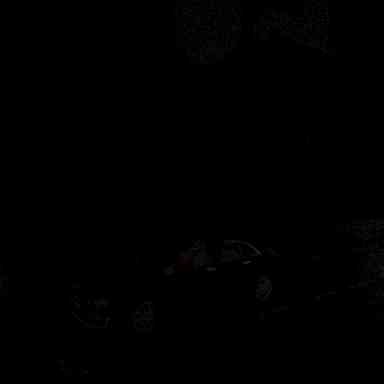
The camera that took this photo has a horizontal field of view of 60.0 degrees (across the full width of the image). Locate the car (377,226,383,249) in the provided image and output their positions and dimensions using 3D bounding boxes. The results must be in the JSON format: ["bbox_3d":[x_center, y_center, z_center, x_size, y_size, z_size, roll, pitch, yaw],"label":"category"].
[{"bbox_3d":[8.927,1.476,12.894,4.507,1.381,1.887,0,0,-35],"label":"car"}]

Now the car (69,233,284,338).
[{"bbox_3d":[-0.071,1.534,6.480,4.403,1.369,2.008,0,0,-35],"label":"car"}]
